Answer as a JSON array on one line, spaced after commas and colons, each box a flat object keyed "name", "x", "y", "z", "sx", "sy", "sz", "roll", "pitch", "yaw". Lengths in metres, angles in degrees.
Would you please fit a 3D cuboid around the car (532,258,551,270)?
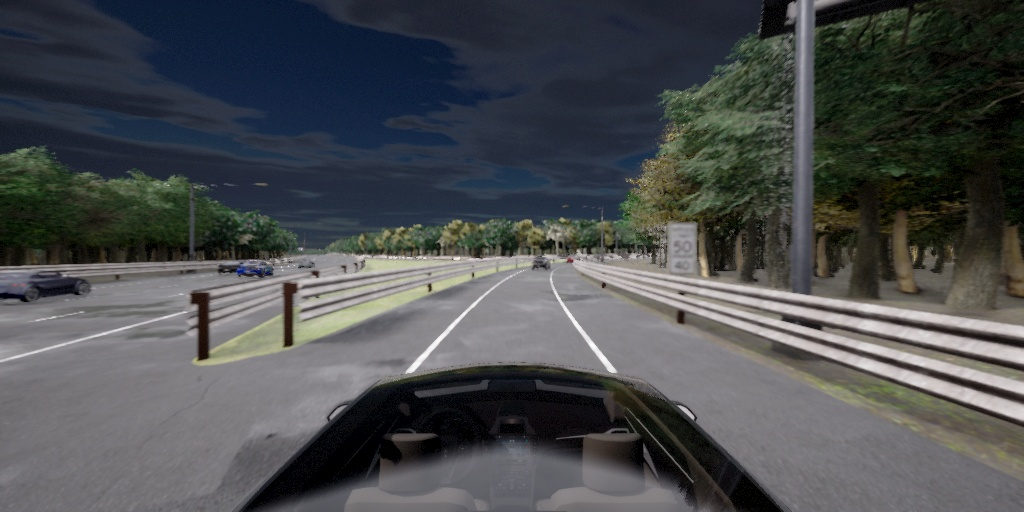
[{"name": "car", "x": 3.665, "y": 0.922, "z": 44.242, "sx": 1.837, "sy": 1.490, "sz": 4.892, "roll": 1, "pitch": 1, "yaw": 13}]

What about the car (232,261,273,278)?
[{"name": "car", "x": -24.699, "y": 1.256, "z": 34.659, "sx": 1.882, "sy": 1.535, "sz": 5.008, "roll": 0, "pitch": 0, "yaw": -20}]

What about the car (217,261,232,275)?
[{"name": "car", "x": -29.997, "y": 1.251, "z": 38.940, "sx": 1.882, "sy": 1.535, "sz": 5.008, "roll": 0, "pitch": 0, "yaw": -20}]

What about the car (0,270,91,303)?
[{"name": "car", "x": -22.236, "y": 1.338, "z": 16.685, "sx": 1.994, "sy": 1.385, "sz": 4.181, "roll": 0, "pitch": 0, "yaw": -18}]
